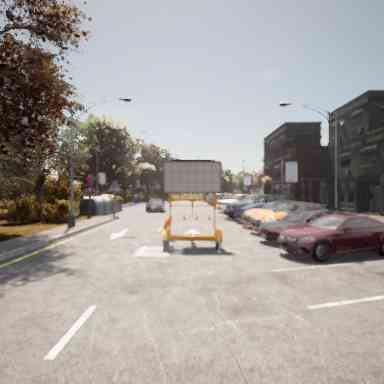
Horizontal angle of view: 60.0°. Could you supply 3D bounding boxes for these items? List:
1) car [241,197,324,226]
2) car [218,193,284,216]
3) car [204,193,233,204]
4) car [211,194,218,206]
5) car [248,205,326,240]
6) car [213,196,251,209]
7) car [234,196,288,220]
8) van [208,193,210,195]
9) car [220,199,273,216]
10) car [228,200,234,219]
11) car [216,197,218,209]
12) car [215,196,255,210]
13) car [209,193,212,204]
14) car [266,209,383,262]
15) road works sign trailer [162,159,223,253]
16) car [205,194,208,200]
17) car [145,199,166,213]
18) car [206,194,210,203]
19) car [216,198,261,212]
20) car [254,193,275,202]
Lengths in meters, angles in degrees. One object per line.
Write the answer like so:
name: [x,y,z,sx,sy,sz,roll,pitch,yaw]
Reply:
car: [5.370,1.353,17.970,4.553,1.767,2.185,1,0,-20]
car: [5.366,1.232,26.946,5.566,2.045,2.435,1,0,-20]
car: [5.533,1.340,69.035,5.566,2.045,2.435,1,0,-20]
car: [5.396,1.245,35.963,5.566,2.045,2.435,1,0,-20]
car: [5.300,1.507,14.950,4.792,1.488,2.163,1,0,-20]
car: [5.428,1.391,44.978,4.553,1.767,2.185,1,0,-20]
car: [5.382,1.354,20.971,4.553,1.767,2.185,1,0,-20]
van: [5.610,1.329,57.043,4.442,1.987,1.878,1,0,-20]
car: [5.375,1.521,32.961,4.792,1.488,2.163,1,0,-20]
car: [5.359,1.521,23.968,4.674,1.452,2.002,1,0,-20]
car: [5.216,1.481,29.904,5.366,1.575,1.946,1,0,-20]
car: [5.415,1.383,41.977,4.553,1.767,2.185,1,0,-20]
car: [5.516,1.409,50.995,4.553,1.767,2.185,1,0,-20]
car: [5.321,1.519,11.958,4.674,1.452,2.002,1,0,-20]
road works sign trailer: [0.015,0.457,13.687,2.380,3.560,2.880,0,0,0]
car: [5.332,1.567,62.942,5.366,1.575,1.946,1,0,-20]
car: [-3.992,1.504,36.830,2.128,1.511,4.902,0,0,0]
car: [5.484,1.544,53.998,5.008,1.535,2.097,1,0,-20]
car: [5.407,1.532,38.962,4.792,1.488,2.163,1,0,-20]
car: [18.528,1.401,85.004,2.435,2.045,5.566,0,1,-21]
